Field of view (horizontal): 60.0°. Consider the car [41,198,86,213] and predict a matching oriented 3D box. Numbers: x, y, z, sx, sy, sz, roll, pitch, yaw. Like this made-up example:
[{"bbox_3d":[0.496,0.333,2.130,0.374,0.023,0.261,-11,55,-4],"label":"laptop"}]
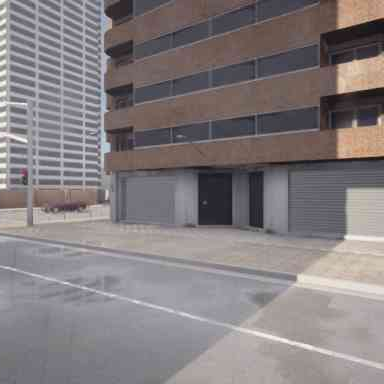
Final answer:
[{"bbox_3d":[-14.164,1.477,36.945,1.882,1.535,5.008,0,0,35],"label":"car"}]
